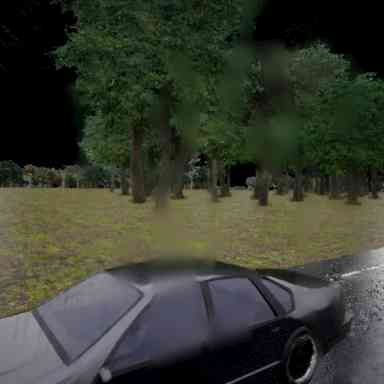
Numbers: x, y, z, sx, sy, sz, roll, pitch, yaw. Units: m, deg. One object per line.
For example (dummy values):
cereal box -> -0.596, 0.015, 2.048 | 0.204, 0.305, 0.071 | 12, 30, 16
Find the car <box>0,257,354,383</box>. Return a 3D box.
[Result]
car -> -0.339, 1.547, 3.743 | 5.357, 1.411, 2.033 | 0, 0, -35
